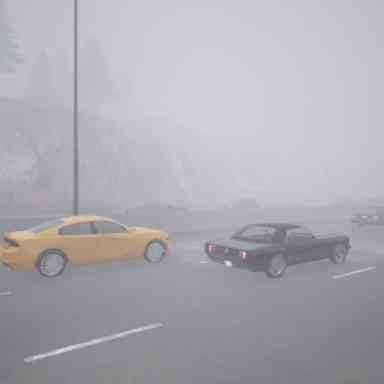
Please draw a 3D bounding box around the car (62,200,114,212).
[{"bbox_3d":[-9.759,1.510,31.427,4.674,1.442,1.812,0,0,-35],"label":"car"}]

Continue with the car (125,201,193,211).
[{"bbox_3d":[-2.055,1.583,24.024,4.718,1.301,1.895,0,0,-35],"label":"car"}]

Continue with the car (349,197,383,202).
[{"bbox_3d":[21.870,1.445,41.057,4.892,1.490,1.837,-1,0,-35],"label":"car"}]

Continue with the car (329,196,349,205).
[{"bbox_3d":[22.814,1.411,50.302,5.008,1.535,1.882,0,0,-35],"label":"car"}]

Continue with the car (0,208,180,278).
[{"bbox_3d":[-2.998,1.472,10.208,5.008,1.535,1.882,0,0,-35],"label":"car"}]

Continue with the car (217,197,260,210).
[{"bbox_3d":[4.644,1.320,33.096,4.553,1.767,2.097,0,0,-35],"label":"car"}]

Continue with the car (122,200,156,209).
[{"bbox_3d":[-4.242,1.504,31.063,4.674,1.442,1.812,0,0,-35],"label":"car"}]

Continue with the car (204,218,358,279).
[{"bbox_3d":[2.764,1.590,10.017,4.718,1.301,1.895,0,0,-36],"label":"car"}]

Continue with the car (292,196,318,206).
[{"bbox_3d":[17.226,1.441,50.633,4.892,1.490,1.837,-1,1,-35],"label":"car"}]

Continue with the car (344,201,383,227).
[{"bbox_3d":[12.200,1.517,21.049,5.357,1.411,2.033,0,0,-35],"label":"car"}]
